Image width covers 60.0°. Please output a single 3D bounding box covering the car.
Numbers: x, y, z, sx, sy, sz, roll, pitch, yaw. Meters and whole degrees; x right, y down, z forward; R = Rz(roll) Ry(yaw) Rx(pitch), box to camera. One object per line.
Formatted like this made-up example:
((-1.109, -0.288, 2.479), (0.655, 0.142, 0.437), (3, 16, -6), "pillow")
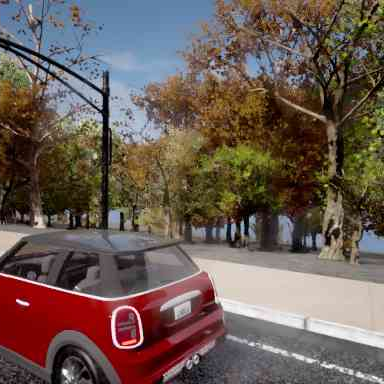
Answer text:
((-1.832, 1.351, 4.992), (4.553, 1.767, 2.097), (0, 0, 36), "car")
